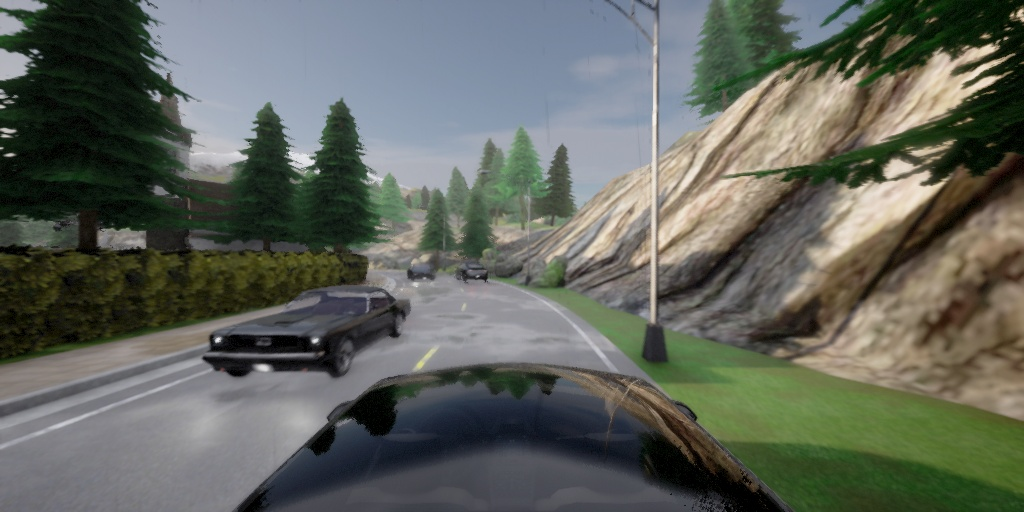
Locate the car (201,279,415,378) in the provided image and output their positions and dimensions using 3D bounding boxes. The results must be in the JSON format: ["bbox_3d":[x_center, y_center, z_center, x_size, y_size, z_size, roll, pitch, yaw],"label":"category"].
[{"bbox_3d":[-3.638,1.337,7.453,1.895,1.301,4.718,0,0,0],"label":"car"}]

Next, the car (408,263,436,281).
[{"bbox_3d":[-7.631,1.317,29.957,2.033,1.411,5.357,1,0,-21],"label":"car"}]

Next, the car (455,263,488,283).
[{"bbox_3d":[-3.278,1.293,28.548,2.128,1.511,4.902,1,0,-19],"label":"car"}]
